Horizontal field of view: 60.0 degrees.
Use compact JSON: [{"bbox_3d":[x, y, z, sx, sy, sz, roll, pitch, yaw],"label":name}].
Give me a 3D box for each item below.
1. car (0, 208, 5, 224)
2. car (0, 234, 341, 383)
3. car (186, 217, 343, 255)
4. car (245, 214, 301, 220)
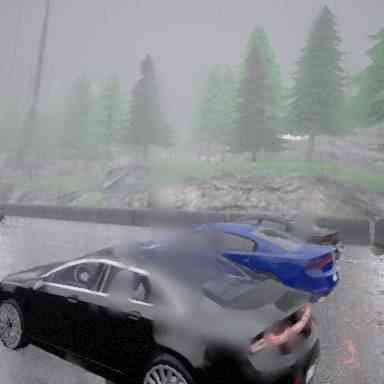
[{"bbox_3d":[-14.809,1.445,22.903,4.902,1.511,2.128,0,0,35],"label":"car"},{"bbox_3d":[-0.843,1.485,4.564,4.902,1.511,2.128,0,0,35],"label":"car"},{"bbox_3d":[0.703,1.471,7.755,5.008,1.535,1.882,0,0,35],"label":"car"},{"bbox_3d":[2.229,1.470,10.958,5.008,1.535,1.882,0,0,35],"label":"car"}]
